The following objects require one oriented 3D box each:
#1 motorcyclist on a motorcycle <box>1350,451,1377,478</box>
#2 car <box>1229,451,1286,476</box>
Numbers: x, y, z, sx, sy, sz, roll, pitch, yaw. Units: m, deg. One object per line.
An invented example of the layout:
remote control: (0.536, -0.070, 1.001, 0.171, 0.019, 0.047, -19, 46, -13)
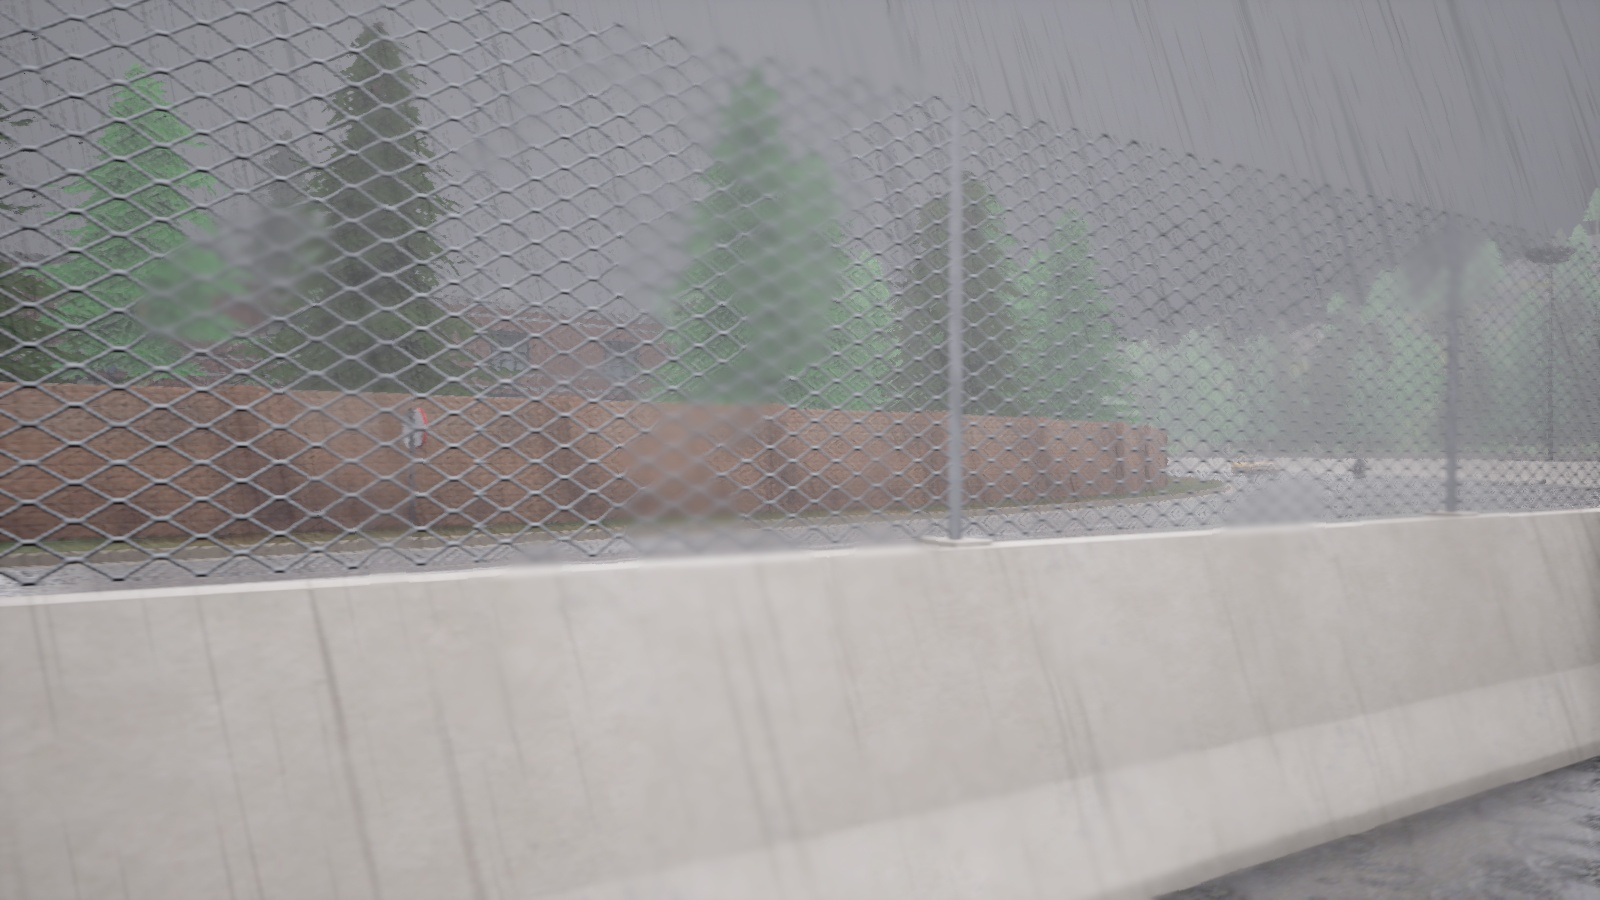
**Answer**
motorcyclist on a motorcycle: (32.481, 0.848, 72.405, 0.797, 1.523, 2.044, -2, 0, 7)
car: (29.550, 0.835, 81.233, 1.801, 1.575, 5.366, 0, 0, 1)
